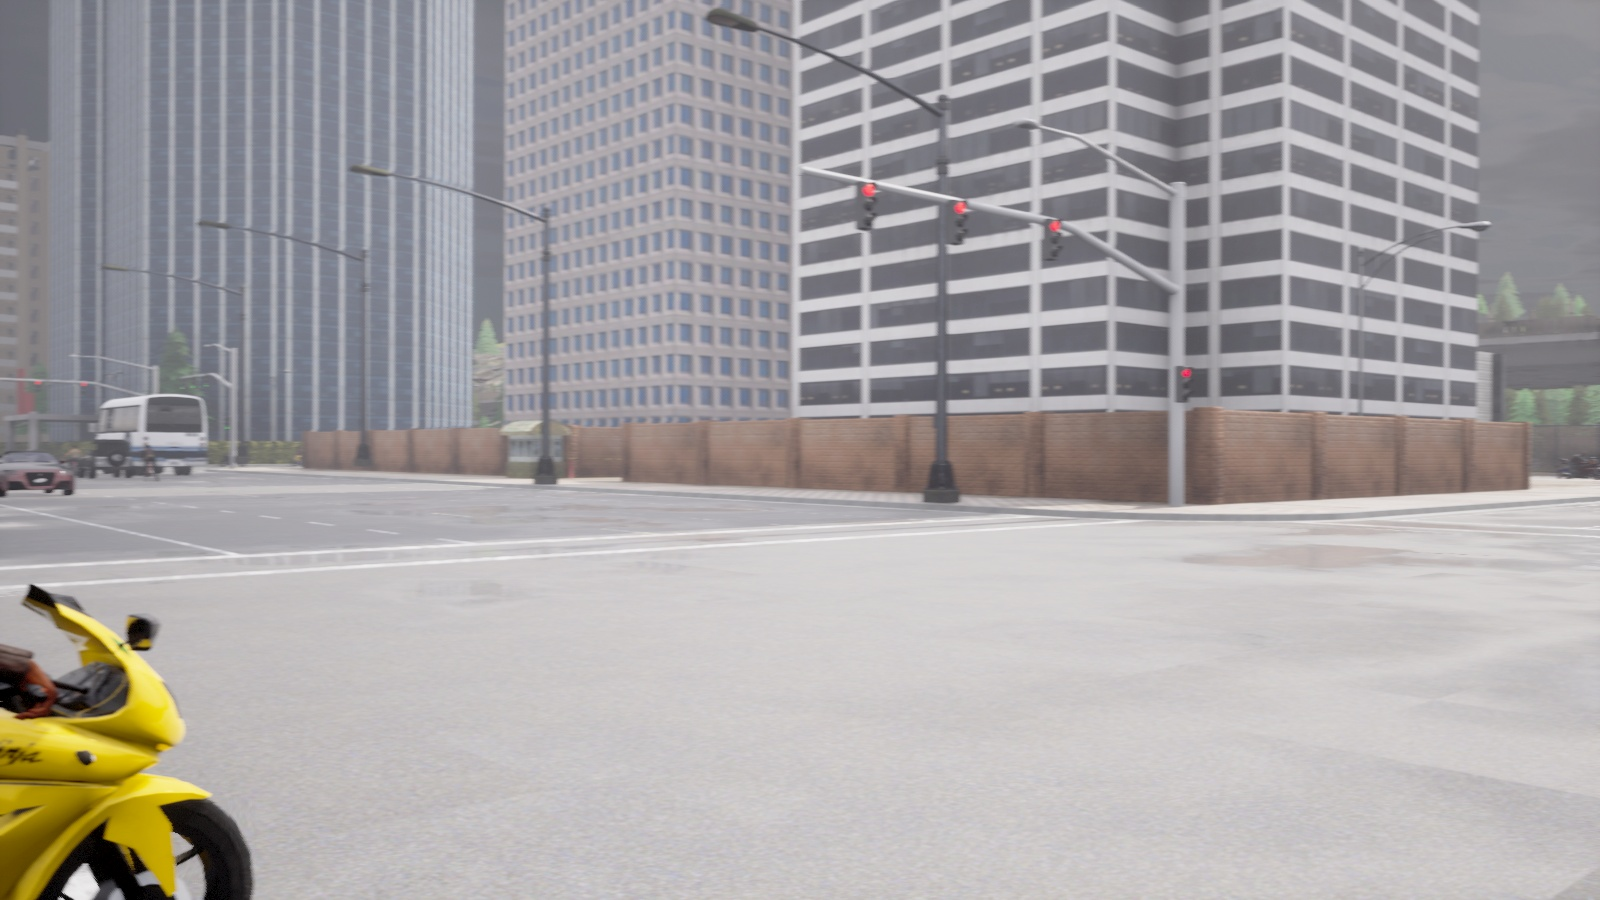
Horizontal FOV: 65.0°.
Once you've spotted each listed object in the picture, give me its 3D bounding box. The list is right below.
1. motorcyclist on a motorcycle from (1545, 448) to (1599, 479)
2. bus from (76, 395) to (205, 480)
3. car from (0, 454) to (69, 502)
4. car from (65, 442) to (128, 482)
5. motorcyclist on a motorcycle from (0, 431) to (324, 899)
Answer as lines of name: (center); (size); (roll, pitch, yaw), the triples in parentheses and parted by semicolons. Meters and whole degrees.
motorcyclist on a motorcycle: (38.731, 0.686, 62.969); (0.866, 1.530, 2.191); (0, 0, -41)
bus: (-36.041, -0.623, 68.386); (3.944, 4.253, 10.273); (0, 0, -41)
car: (-23.992, 0.815, 38.500); (1.994, 1.385, 4.181); (0, 0, -41)
car: (-34.061, 0.549, 60.774); (1.905, 1.878, 3.866); (0, 0, -41)
motorcyclist on a motorcycle: (-2.195, 0.726, 2.696); (0.797, 1.523, 2.044); (-1, -1, 44)
